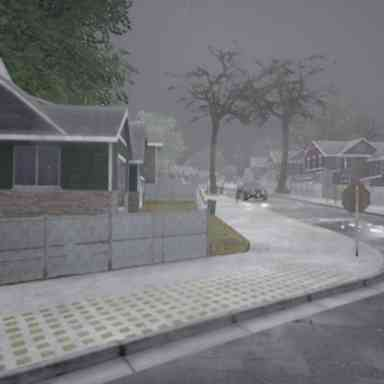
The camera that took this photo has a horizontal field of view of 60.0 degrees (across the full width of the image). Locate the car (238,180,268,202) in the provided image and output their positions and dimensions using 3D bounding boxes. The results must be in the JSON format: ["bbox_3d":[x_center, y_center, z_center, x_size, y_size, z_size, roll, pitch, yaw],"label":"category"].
[{"bbox_3d":[6.043,-0.180,33.939,2.150,2.045,5.566,1,3,-4],"label":"car"}]

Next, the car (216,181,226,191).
[{"bbox_3d":[4.244,-0.924,55.160,1.812,1.442,4.674,1,3,-5],"label":"car"}]
